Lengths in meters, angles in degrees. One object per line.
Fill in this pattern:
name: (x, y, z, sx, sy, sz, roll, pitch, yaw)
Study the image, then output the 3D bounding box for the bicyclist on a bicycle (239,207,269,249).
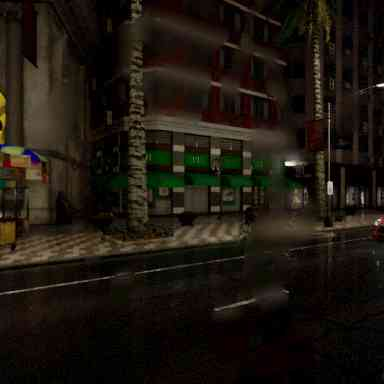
bicyclist on a bicycle: (2.481, 1.454, 13.503, 0.582, 1.620, 1.656, 0, -2, -35)

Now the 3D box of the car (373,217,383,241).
car: (10.348, 1.350, 15.268, 4.553, 1.767, 2.097, 0, 0, -33)
